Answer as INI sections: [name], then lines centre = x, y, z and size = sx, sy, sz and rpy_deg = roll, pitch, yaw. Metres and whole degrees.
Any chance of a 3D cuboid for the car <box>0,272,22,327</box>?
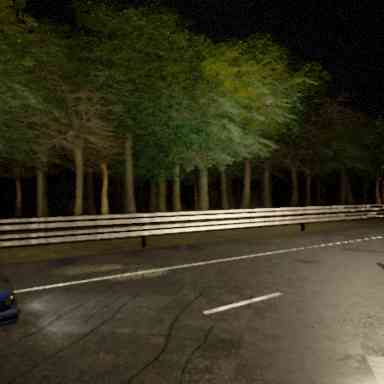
[car]
centre = -5.265, 1.546, 4.271
size = 5.357, 1.411, 2.033
rpy_deg = 0, 0, -36
